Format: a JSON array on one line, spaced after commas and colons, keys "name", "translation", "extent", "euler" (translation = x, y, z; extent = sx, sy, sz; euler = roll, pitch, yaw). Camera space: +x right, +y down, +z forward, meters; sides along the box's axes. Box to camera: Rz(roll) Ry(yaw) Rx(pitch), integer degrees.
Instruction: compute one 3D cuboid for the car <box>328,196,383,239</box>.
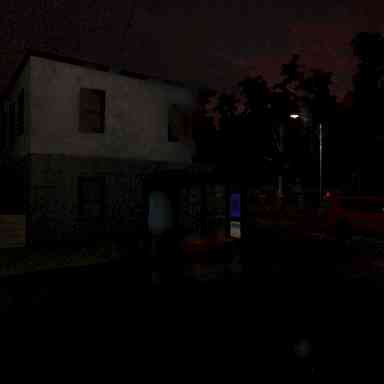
[{"name": "car", "translation": [8.600, 1.222, 14.679], "extent": [2.150, 2.045, 5.566], "euler": [1, 0, -21]}]
